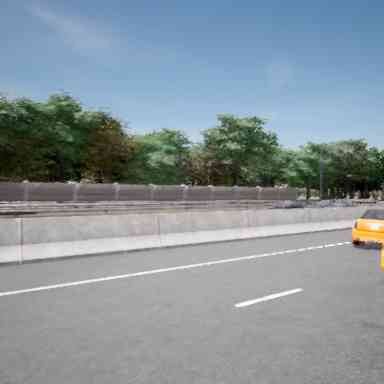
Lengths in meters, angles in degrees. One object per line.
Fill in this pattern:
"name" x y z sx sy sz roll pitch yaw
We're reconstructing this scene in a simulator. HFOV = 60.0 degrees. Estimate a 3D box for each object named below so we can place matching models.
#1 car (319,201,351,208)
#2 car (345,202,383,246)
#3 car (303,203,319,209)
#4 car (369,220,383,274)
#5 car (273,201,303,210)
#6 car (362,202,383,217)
"car" 17.064 1.781 37.640 4.902 1.511 2.128 1 0 -35
"car" 9.084 1.477 14.646 4.553 1.767 2.097 1 0 -36
"car" 16.835 1.856 41.767 5.357 1.411 2.033 1 0 -35
"car" 6.996 1.562 8.857 5.008 1.535 1.882 1 0 -36
"car" 12.995 1.839 43.329 5.357 1.411 2.033 1 0 -35
"car" 20.906 1.855 36.078 5.357 1.411 2.033 1 0 -35
